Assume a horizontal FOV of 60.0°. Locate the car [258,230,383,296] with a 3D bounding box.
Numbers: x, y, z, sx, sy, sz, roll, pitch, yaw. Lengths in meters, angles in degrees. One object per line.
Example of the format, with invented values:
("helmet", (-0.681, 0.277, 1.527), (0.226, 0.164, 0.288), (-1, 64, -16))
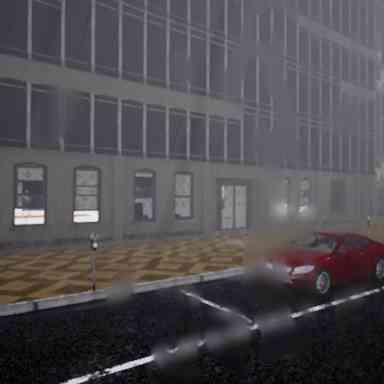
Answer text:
("car", (3.638, 1.709, 8.897), (4.206, 1.307, 1.802), (1, -1, -34))
